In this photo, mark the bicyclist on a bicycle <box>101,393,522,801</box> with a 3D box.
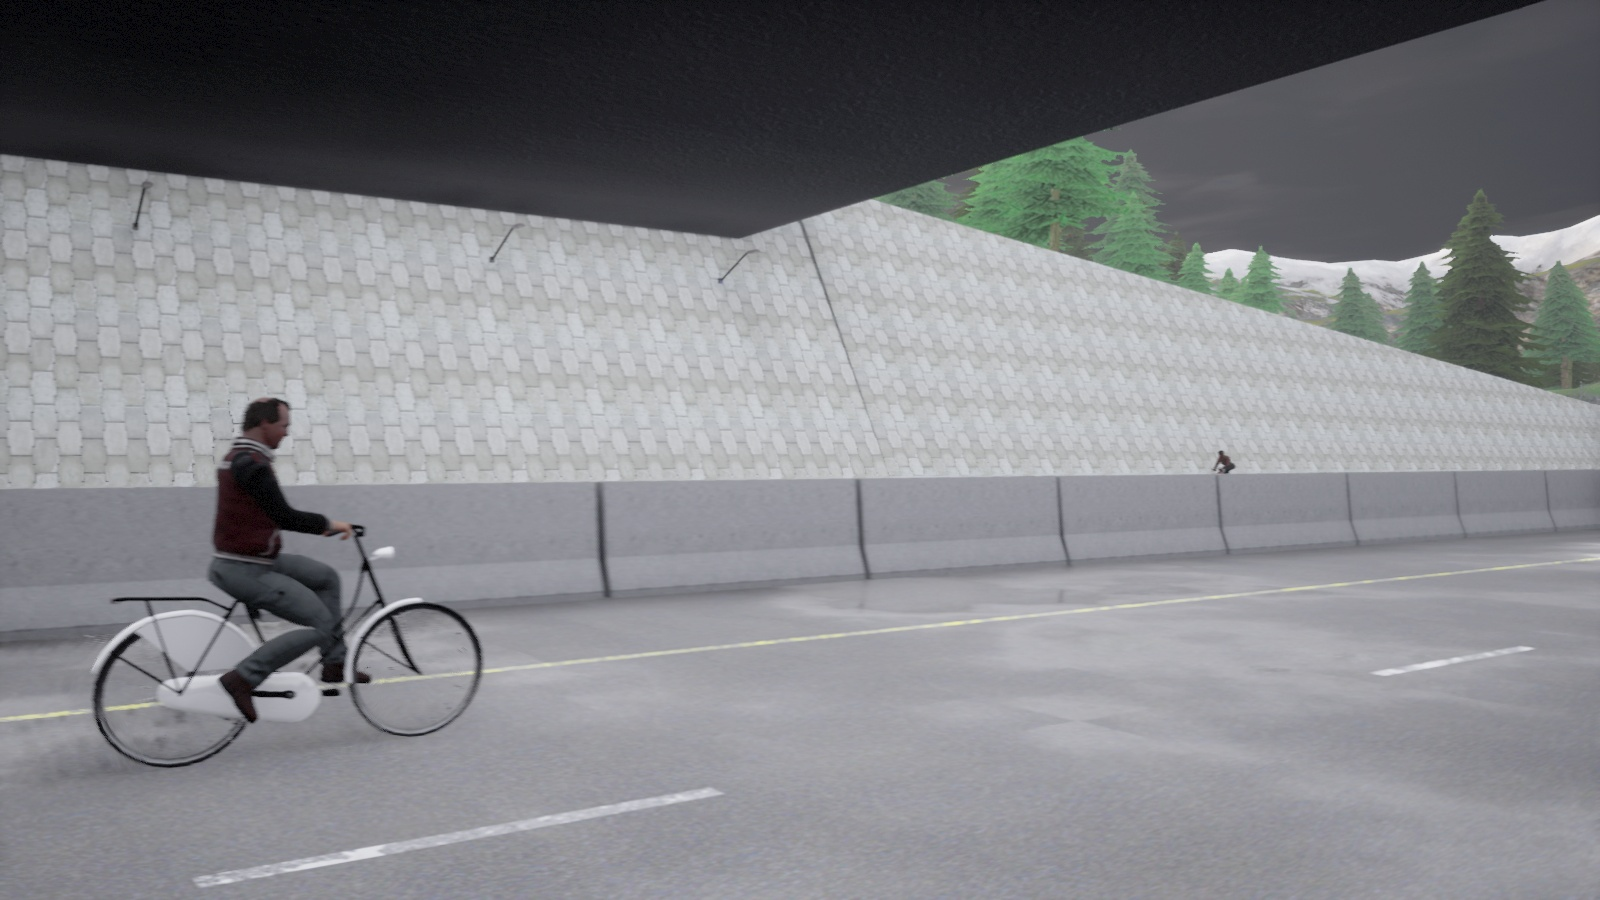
[{"bbox_3d":[-2.393,0.636,6.258,1.843,1.776,0.659,0,0,-35],"label":"bicyclist on a bicycle"}]
